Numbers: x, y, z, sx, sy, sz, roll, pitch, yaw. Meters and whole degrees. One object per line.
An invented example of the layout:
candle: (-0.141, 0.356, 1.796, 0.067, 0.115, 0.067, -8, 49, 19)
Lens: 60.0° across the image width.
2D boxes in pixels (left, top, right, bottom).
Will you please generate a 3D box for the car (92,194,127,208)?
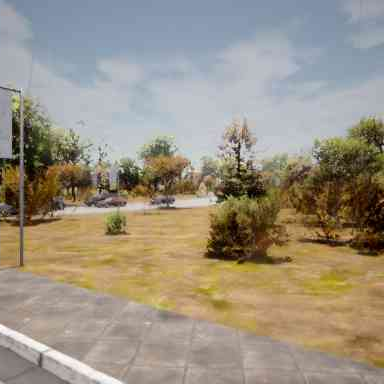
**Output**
car: (-11.451, 1.466, 47.708, 1.812, 1.442, 4.674, 0, 0, 38)

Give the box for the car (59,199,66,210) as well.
car: (-17.695, 1.347, 39.941, 2.097, 1.767, 4.553, 0, 0, 39)

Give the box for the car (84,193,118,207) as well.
car: (-13.579, 1.153, 50.657, 2.150, 2.045, 5.566, 0, 1, 39)

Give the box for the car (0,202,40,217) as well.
car: (-16.001, 1.547, 30.552, 2.033, 1.411, 5.357, 0, 0, 39)

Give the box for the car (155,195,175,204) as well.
car: (-4.933, 1.302, 55.817, 2.128, 1.511, 4.902, 0, 1, 39)
